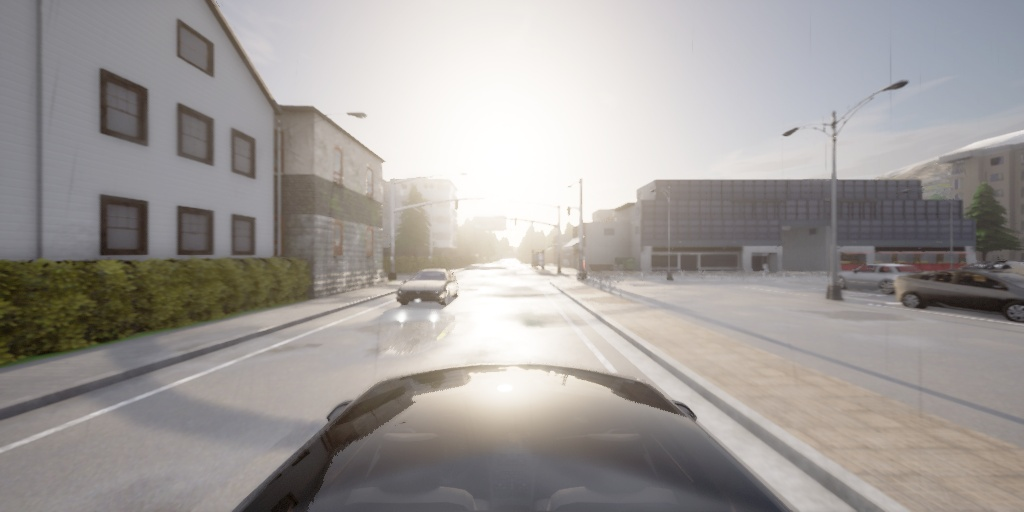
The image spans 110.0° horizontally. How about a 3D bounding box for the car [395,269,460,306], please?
[{"bbox_3d":[-3.520,1.289,16.073,2.033,1.411,5.357,0,0,0],"label":"car"}]
